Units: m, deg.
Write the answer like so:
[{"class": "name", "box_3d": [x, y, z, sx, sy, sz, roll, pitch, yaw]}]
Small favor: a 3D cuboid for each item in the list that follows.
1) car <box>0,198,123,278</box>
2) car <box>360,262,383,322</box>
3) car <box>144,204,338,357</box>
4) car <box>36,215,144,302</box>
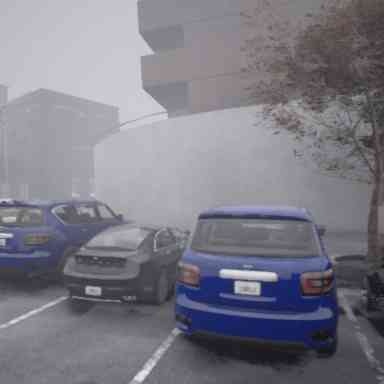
[{"class": "car", "box_3d": [-3.524, 1.241, 9.941, 2.435, 2.045, 5.566, 0, -1, 15]}, {"class": "car", "box_3d": [3.811, 1.530, 4.667, 2.163, 1.488, 4.792, 0, -1, 16]}, {"class": "car", "box_3d": [1.372, 1.246, 6.441, 2.435, 2.045, 5.566, 0, -1, 16]}, {"class": "car", "box_3d": [-1.085, 1.496, 8.168, 2.231, 1.521, 4.892, 0, -1, 15]}]
